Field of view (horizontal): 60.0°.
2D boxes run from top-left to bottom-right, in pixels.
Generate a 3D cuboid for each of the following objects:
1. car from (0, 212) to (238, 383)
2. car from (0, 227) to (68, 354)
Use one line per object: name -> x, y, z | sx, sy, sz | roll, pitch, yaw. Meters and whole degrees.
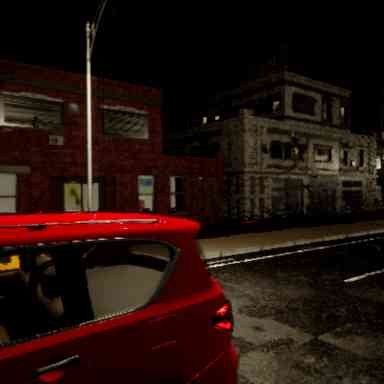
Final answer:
car -> -2.204, 1.223, 2.114 | 5.566, 2.045, 2.150 | 0, 0, -36
car -> -4.511, 1.481, 4.460 | 5.008, 1.535, 1.882 | 0, 0, -36
